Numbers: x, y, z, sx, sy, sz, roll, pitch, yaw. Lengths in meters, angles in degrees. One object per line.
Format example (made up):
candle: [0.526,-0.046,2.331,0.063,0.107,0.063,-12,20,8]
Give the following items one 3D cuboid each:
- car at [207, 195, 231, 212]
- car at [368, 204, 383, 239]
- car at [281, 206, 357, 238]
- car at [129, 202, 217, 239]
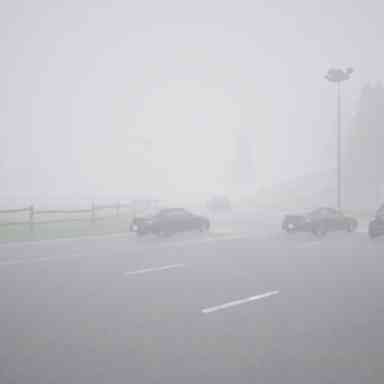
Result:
car: [2.789,1.190,36.053,2.097,1.767,4.553,0,0,-7]
car: [10.116,1.233,15.259,4.553,1.767,2.097,0,0,-35]
car: [6.532,1.420,17.016,4.674,1.442,1.812,0,0,-36]
car: [-1.047,1.464,16.953,1.812,1.442,4.674,0,1,43]
